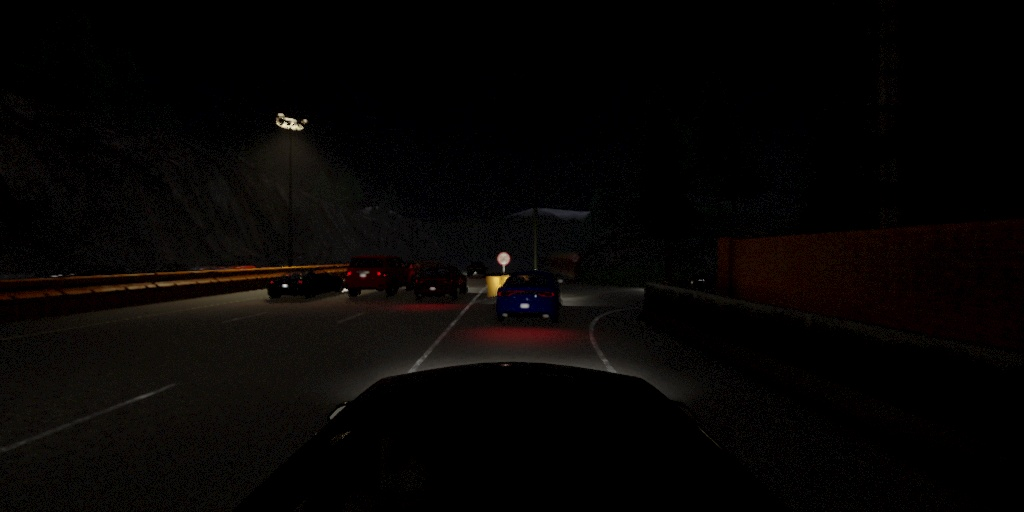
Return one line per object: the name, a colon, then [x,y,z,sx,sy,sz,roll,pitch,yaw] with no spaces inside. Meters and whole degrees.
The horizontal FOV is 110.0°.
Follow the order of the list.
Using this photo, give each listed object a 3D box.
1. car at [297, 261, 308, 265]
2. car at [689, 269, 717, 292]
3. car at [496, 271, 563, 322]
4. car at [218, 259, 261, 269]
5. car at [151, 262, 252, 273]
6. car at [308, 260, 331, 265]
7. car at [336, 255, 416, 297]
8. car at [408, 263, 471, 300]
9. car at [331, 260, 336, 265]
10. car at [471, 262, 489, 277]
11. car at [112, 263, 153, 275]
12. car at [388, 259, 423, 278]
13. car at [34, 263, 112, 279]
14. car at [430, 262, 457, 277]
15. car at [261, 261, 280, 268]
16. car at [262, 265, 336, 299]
car: [-28.168,1.375,49.588,1.994,1.385,4.181,0,0,0]
car: [12.715,1.257,20.449,4.892,1.490,1.837,0,0,1]
car: [0.732,1.241,12.536,1.882,1.535,5.008,0,0,9]
car: [-24.597,1.140,31.073,2.097,1.767,4.553,0,0,0]
car: [-21.098,1.328,24.777,2.033,1.411,5.357,0,0,0]
car: [-24.669,1.373,47.731,1.994,1.385,4.181,0,0,0]
car: [-6.896,0.994,19.293,2.150,2.045,5.566,0,0,0]
car: [-3.398,1.248,17.837,1.882,1.535,5.008,0,0,0]
car: [-21.160,1.371,46.598,1.994,1.385,4.181,0,0,0]
car: [-3.399,1.297,35.811,1.837,1.490,4.892,0,0,0]
car: [-28.093,1.291,28.636,1.837,1.490,4.892,0,0,0]
car: [-10.399,1.145,35.439,2.097,1.767,4.553,0,0,0]
car: [-31.596,1.289,26.499,1.837,1.490,4.892,0,0,0]
car: [-6.902,1.357,36.411,1.994,1.385,4.181,0,0,0]
car: [-31.654,1.333,45.804,1.812,1.442,4.674,0,0,0]
car: [-10.398,1.336,18.424,1.994,1.385,4.181,0,0,0]
